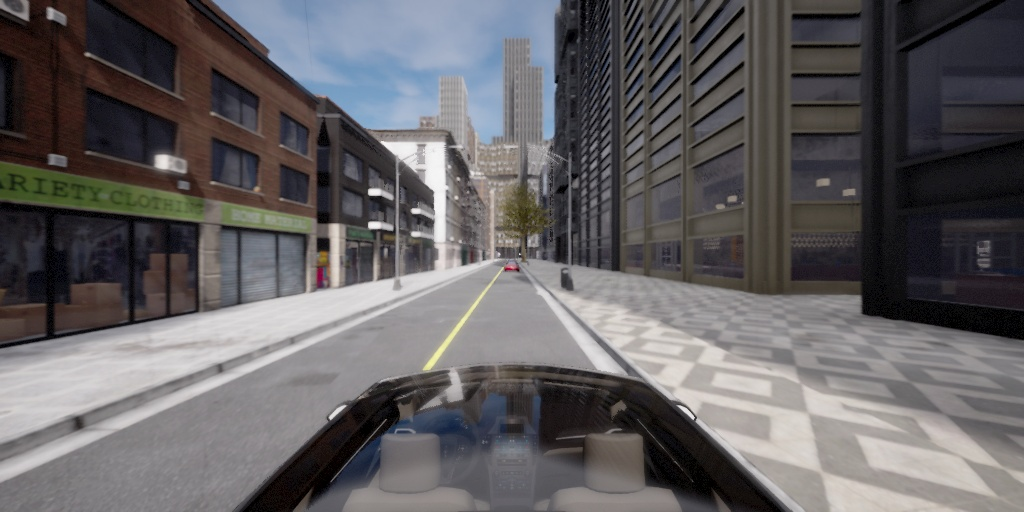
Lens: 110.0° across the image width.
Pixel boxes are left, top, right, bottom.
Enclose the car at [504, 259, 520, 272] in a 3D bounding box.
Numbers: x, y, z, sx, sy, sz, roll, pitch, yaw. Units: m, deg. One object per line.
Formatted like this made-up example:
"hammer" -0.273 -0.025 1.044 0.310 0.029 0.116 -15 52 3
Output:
"car" 0.000 1.311 45.721 1.994 1.385 4.181 0 0 0
